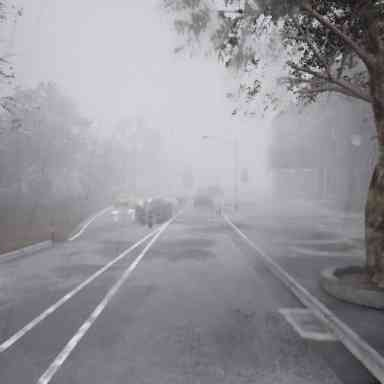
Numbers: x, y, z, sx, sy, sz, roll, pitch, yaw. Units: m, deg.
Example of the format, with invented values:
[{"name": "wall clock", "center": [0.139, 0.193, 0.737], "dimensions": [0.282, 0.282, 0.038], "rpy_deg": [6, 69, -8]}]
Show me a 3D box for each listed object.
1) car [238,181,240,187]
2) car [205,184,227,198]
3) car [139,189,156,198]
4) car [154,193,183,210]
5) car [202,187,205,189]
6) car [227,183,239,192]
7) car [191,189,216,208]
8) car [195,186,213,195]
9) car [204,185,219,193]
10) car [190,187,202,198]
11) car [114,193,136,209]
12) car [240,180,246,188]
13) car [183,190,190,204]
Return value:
[{"name": "car", "center": [9.903, -1.504, 86.021], "dimensions": [2.231, 1.521, 4.892], "rpy_deg": [-3, 2, 25]}, {"name": "car", "center": [4.137, -0.171, 56.477], "dimensions": [2.150, 2.045, 5.566], "rpy_deg": [0, 2, 13]}, {"name": "car", "center": [-7.270, 0.212, 54.301], "dimensions": [1.895, 1.301, 4.718], "rpy_deg": [0, 3, 5]}, {"name": "car", "center": [-2.563, 1.235, 36.889], "dimensions": [2.002, 1.452, 4.674], "rpy_deg": [-2, 3, 4]}, {"name": "car", "center": [1.030, 0.002, 59.456], "dimensions": [2.097, 1.535, 5.008], "rpy_deg": [0, 4, 14]}, {"name": "car", "center": [8.159, -0.669, 71.466], "dimensions": [1.994, 1.385, 4.181], "rpy_deg": [0, 3, 20]}, {"name": "car", "center": [1.424, 0.884, 39.849], "dimensions": [2.097, 1.767, 4.553], "rpy_deg": [0, 3, 6]}, {"name": "car", "center": [2.428, -0.320, 64.983], "dimensions": [2.231, 1.521, 4.892], "rpy_deg": [0, 3, 16]}, {"name": "car", "center": [4.254, -0.662, 71.031], "dimensions": [2.097, 1.535, 5.008], "rpy_deg": [0, 3, 18]}, {"name": "car", "center": [-0.302, 0.369, 53.378], "dimensions": [2.002, 1.452, 4.674], "rpy_deg": [-1, 3, 12]}, {"name": "car", "center": [-7.344, 0.928, 36.671], "dimensions": [1.882, 1.535, 5.008], "rpy_deg": [0, 2, -4]}, {"name": "car", "center": [12.257, -1.797, 91.084], "dimensions": [2.231, 1.521, 4.892], "rpy_deg": [-3, 2, 26]}, {"name": "car", "center": [-2.045, 0.859, 43.000], "dimensions": [2.097, 1.535, 5.008], "rpy_deg": [1, 4, 9]}]
